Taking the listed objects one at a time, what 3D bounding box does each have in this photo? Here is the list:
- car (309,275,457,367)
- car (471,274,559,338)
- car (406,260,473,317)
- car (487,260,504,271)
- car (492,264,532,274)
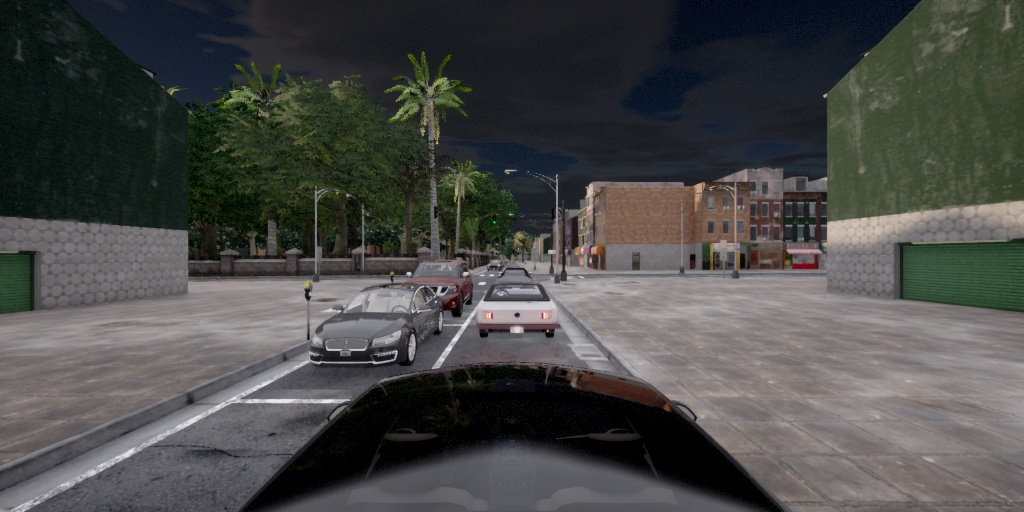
[{"bbox_3d":[-2.621,1.301,7.842,2.007,1.370,4.403,0,0,0],"label":"car"},{"bbox_3d":[0.124,1.353,10.183,1.895,1.301,4.718,0,0,0],"label":"car"},{"bbox_3d":[-2.605,1.069,13.305,2.192,1.841,5.009,0,0,0],"label":"car"},{"bbox_3d":[-2.493,1.295,51.451,1.967,1.591,4.097,0,0,0],"label":"car"},{"bbox_3d":[0.175,1.326,19.838,1.994,1.385,4.181,0,0,2],"label":"car"}]
